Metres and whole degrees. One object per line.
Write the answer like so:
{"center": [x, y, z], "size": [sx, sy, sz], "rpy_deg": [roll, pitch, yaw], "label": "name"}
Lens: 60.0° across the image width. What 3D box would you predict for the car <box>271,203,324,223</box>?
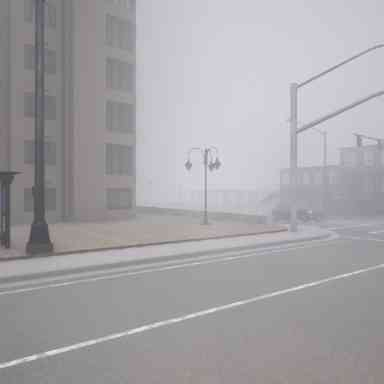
{"center": [9.135, 1.744, 29.111], "size": [2.097, 1.767, 4.553], "rpy_deg": [1, -5, -36], "label": "car"}
